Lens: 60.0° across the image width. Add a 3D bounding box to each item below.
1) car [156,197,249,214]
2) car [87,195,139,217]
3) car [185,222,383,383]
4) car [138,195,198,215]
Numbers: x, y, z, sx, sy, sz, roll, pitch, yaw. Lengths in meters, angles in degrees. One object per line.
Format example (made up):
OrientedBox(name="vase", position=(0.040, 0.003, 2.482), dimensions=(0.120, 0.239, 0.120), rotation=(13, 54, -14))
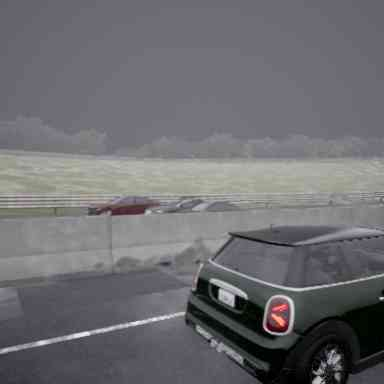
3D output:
OrientedBox(name="car", position=(0.871, 1.185, 16.597), dimensions=(4.674, 1.442, 1.812), rotation=(0, 1, -30))
OrientedBox(name="car", position=(-4.228, 0.963, 21.738), dimensions=(5.008, 1.535, 1.882), rotation=(0, 1, -30))
OrientedBox(name="car", position=(2.245, 1.269, 5.024), dimensions=(4.553, 1.767, 2.097), rotation=(0, 1, -30))
OrientedBox(name="car", position=(-0.384, 1.066, 19.931), dimensions=(4.902, 1.511, 2.128), rotation=(0, 1, -30))
